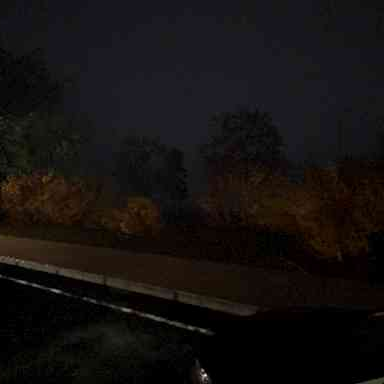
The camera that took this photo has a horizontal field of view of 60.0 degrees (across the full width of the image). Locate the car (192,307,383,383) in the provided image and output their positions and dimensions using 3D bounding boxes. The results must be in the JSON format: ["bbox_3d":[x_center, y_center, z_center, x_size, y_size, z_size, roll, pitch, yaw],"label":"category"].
[{"bbox_3d":[2.210,1.480,2.087,4.902,1.511,2.128,-1,0,35],"label":"car"}]
